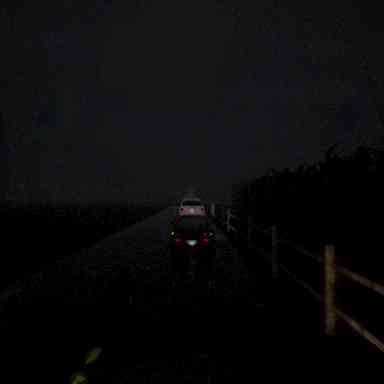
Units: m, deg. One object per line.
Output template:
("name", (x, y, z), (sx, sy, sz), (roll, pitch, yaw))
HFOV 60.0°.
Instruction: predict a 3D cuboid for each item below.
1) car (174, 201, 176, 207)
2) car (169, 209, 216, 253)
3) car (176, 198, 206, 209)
("car", (-2.732, 2.228, 71.039), (2.097, 1.767, 4.553), (0, -1, 0))
("car", (0.008, 1.686, 14.407), (1.812, 1.442, 4.674), (0, -1, 0))
("car", (0.009, 1.577, 29.044), (2.150, 2.045, 5.566), (0, -1, 0))
